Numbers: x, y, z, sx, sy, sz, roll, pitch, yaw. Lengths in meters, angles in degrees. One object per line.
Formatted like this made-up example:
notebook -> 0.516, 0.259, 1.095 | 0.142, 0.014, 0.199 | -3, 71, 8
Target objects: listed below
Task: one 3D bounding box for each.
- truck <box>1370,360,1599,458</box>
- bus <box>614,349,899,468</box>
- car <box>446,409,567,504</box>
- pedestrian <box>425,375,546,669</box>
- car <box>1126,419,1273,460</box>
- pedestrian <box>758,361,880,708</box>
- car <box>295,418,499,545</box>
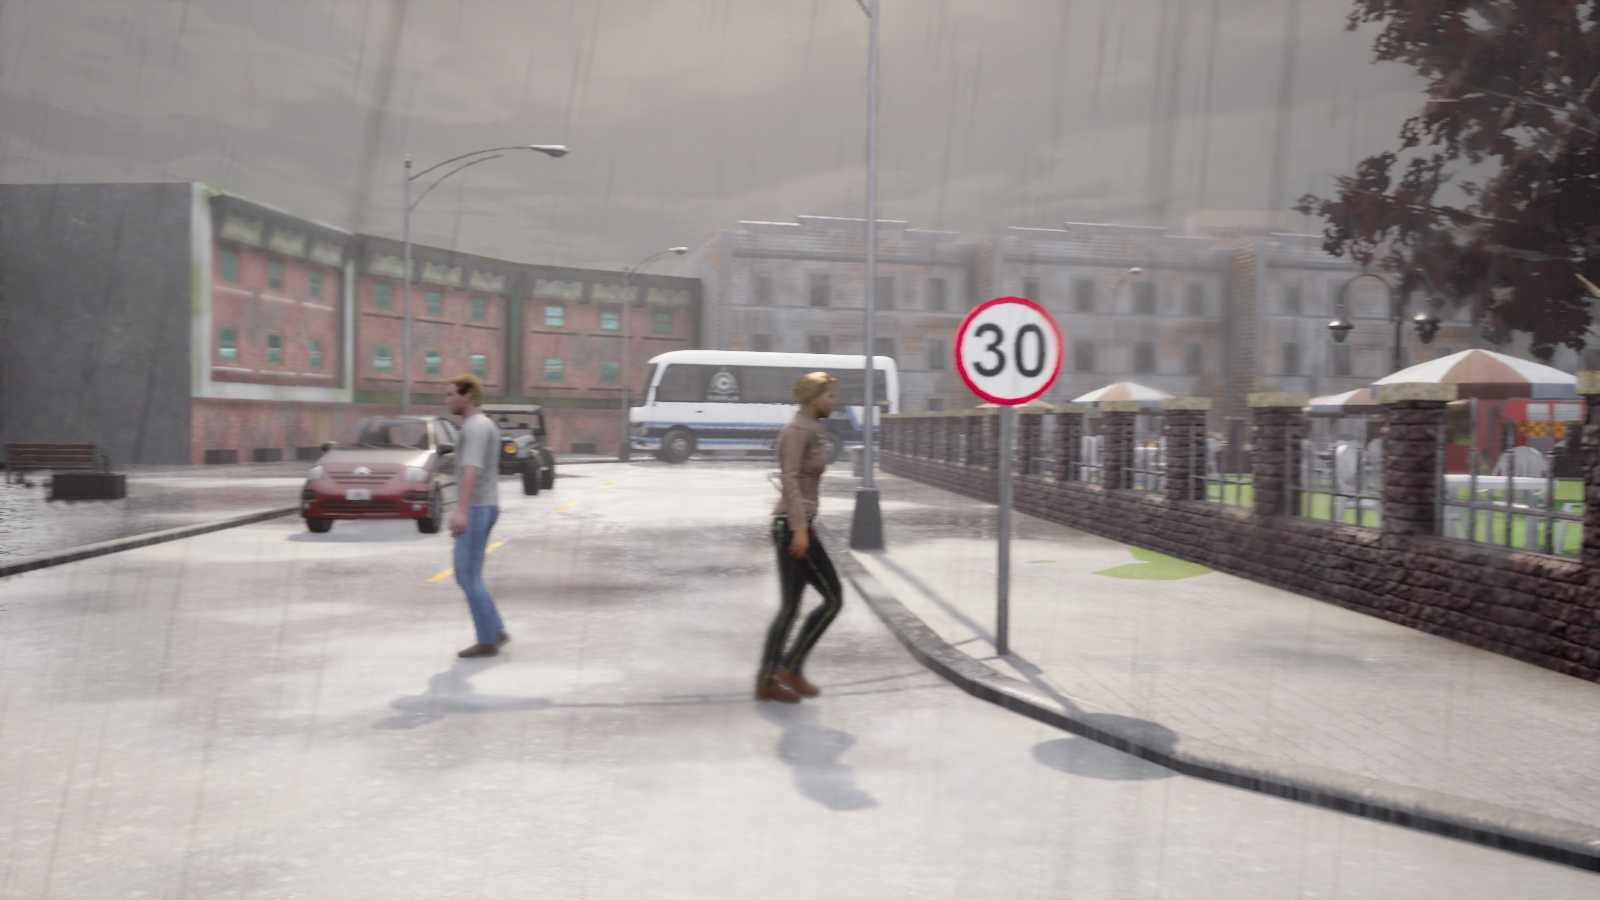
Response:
truck -> 28.144, -1.680, 51.334 | 8.468, 3.827, 2.891 | -1, 1, -3
bus -> -1.711, -1.568, 48.080 | 10.273, 4.253, 3.944 | -1, 2, -15
car -> -6.219, 0.087, 27.040 | 1.905, 1.878, 3.866 | -1, 1, -4
pedestrian -> -2.010, 0.443, 8.070 | 0.706, 1.836, 0.354 | -1, 1, -10
car -> 16.052, -0.454, 50.628 | 5.366, 1.575, 1.801 | -1, 1, -3
pedestrian -> 0.105, 0.452, 6.857 | 0.634, 1.846, 0.331 | 0, 1, 2
car -> -5.689, 0.367, 18.253 | 1.851, 1.617, 3.988 | -1, 1, -3
